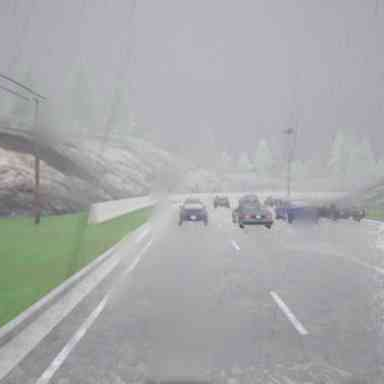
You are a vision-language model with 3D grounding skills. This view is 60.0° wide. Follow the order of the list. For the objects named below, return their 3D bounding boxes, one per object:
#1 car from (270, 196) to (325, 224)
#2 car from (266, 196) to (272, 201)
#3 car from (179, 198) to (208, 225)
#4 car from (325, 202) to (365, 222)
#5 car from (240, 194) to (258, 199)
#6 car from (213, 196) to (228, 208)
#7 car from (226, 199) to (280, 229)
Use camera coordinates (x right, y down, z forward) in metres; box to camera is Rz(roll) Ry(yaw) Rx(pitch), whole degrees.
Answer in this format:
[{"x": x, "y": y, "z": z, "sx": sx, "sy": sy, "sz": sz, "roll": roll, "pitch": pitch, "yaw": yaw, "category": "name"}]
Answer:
[{"x": 7.100, "y": 1.305, "z": 22.983, "sx": 1.882, "sy": 1.535, "sz": 5.008, "roll": 0, "pitch": 0, "yaw": 0, "category": "car"}, {"x": 10.642, "y": 1.204, "z": 42.985, "sx": 1.812, "sy": 1.442, "sz": 4.674, "roll": 0, "pitch": 0, "yaw": 1, "category": "car"}, {"x": 0.087, "y": 1.358, "z": 22.381, "sx": 1.812, "sy": 1.442, "sz": 4.674, "roll": 0, "pitch": 0, "yaw": 0, "category": "car"}, {"x": 10.601, "y": 1.418, "z": 24.373, "sx": 1.895, "sy": 1.301, "sz": 4.718, "roll": 0, "pitch": 0, "yaw": 0, "category": "car"}, {"x": 7.130, "y": 1.041, "z": 41.598, "sx": 2.097, "sy": 1.767, "sz": 4.553, "roll": 0, "pitch": 0, "yaw": 1, "category": "car"}, {"x": 3.636, "y": 1.179, "z": 41.838, "sx": 2.128, "sy": 1.511, "sz": 4.902, "roll": 0, "pitch": 0, "yaw": 1, "category": "car"}, {"x": 3.600, "y": 1.393, "z": 20.543, "sx": 2.033, "sy": 1.411, "sz": 5.357, "roll": 0, "pitch": 0, "yaw": 0, "category": "car"}]
